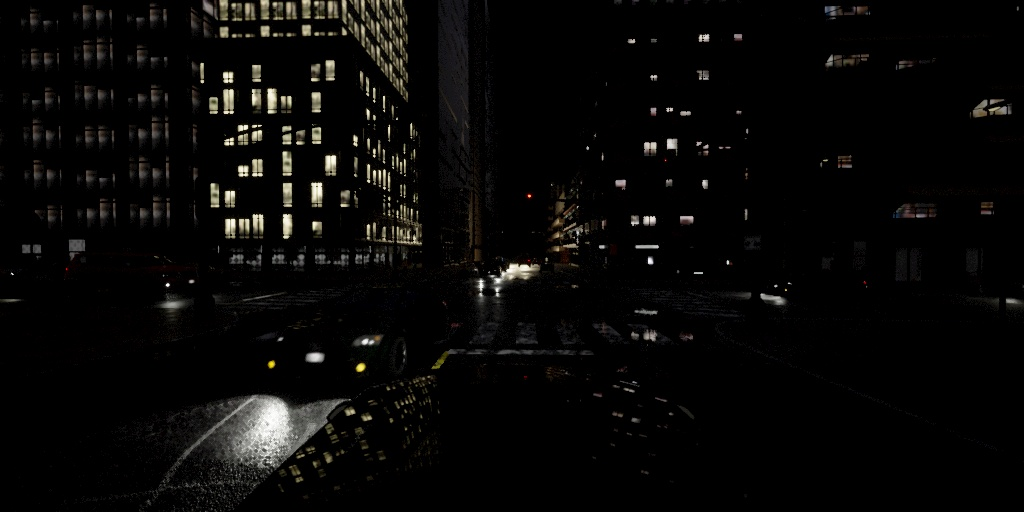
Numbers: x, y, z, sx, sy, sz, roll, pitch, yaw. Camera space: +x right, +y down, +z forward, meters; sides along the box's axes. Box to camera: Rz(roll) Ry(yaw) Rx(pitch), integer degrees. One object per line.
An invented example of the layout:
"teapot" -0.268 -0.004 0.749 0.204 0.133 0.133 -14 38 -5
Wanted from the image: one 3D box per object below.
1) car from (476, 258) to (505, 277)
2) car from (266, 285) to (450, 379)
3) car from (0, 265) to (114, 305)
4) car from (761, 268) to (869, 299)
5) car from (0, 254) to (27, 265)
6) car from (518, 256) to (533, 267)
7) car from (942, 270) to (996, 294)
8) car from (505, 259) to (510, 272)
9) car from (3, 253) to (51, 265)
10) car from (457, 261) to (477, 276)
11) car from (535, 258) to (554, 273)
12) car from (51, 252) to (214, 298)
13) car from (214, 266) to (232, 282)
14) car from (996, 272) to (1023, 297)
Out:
"car" -1.984 1.245 34.753 1.837 1.490 4.892 0 0 2
"car" -2.687 1.312 7.270 1.994 1.385 4.181 0 0 7
"car" -19.869 1.204 14.892 4.403 1.370 2.007 0 0 3
"car" 15.981 1.424 18.905 4.181 1.385 1.994 0 1 3
"car" -27.860 0.893 17.829 4.553 1.767 2.097 0 1 3
"car" 2.207 0.955 63.500 2.150 2.045 5.566 0 0 2
"car" 28.028 1.461 20.921 4.507 1.381 1.888 0 0 3
"car" -1.636 1.302 44.650 1.994 1.385 4.181 0 0 2
"car" -32.893 0.713 23.886 5.009 1.841 2.192 0 0 3
"car" -4.505 1.265 36.856 1.751 1.417 4.829 0 0 2
"car" 4.071 1.289 42.388 2.007 1.370 4.403 0 0 2
"car" -18.152 0.846 17.355 5.566 2.045 2.150 1 1 3
"car" -20.961 1.029 23.269 4.829 1.417 1.751 0 0 3
"car" 29.142 1.182 18.269 5.566 2.045 2.150 -1 1 2
